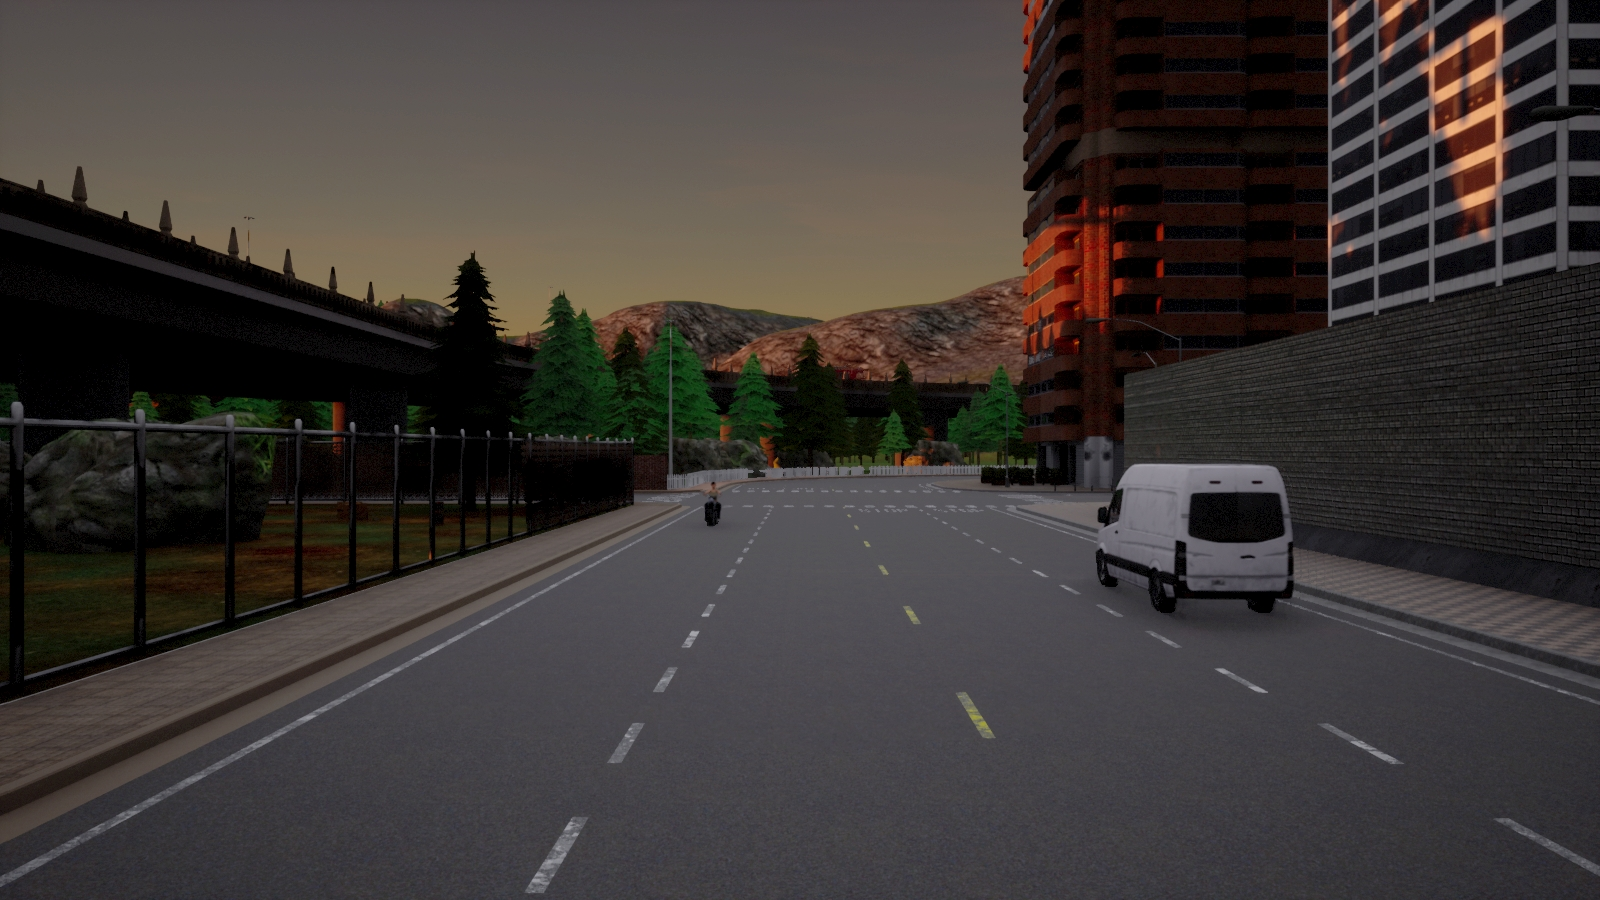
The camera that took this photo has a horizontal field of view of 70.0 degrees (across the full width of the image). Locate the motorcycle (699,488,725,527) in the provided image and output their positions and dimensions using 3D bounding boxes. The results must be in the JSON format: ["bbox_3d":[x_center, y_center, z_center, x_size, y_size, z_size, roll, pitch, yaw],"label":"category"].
[{"bbox_3d":[-3.208,2.099,41.982,0.764,1.307,2.356,0,0,0],"label":"motorcycle"}]

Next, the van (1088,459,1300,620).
[{"bbox_3d":[7.151,1.479,21.546,1.988,2.561,5.915,0,0,0],"label":"van"}]
